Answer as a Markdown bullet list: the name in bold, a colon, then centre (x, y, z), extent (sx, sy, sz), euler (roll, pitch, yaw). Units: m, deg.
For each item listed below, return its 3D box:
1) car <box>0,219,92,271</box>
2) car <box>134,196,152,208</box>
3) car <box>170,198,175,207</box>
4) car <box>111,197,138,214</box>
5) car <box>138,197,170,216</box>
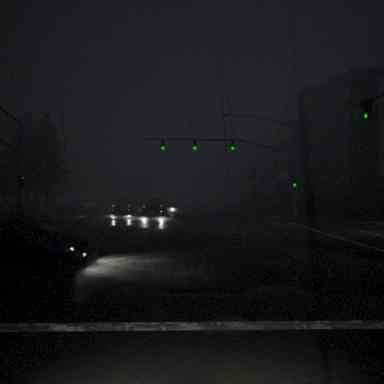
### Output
- **car**: centre (-5.995, 1.547, 10.295), extent (5.357, 1.411, 2.033), euler (0, 0, 0)
- **car**: centre (-7.106, 1.477, 48.795), extent (1.882, 1.535, 5.008), euler (0, 1, 0)
- **car**: centre (-3.604, 1.600, 49.547), extent (1.895, 1.301, 4.718), euler (0, 0, 0)
- **car**: centre (-7.119, 1.352, 35.354), extent (2.097, 1.767, 4.553), euler (0, 0, 0)
- **car**: centre (-3.618, 1.352, 32.454), extent (2.097, 1.767, 4.553), euler (0, 0, 0)
